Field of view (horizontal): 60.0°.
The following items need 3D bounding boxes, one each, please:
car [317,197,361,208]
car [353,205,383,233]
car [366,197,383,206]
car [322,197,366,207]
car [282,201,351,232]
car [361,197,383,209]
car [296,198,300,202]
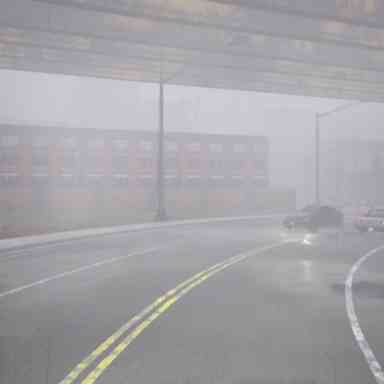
[{"bbox_3d":[17.837,1.252,40.463,1.853,1.218,4.536,0,0,-45],"label":"car"},{"bbox_3d":[10.910,1.581,18.167,4.718,1.301,1.895,0,0,-35],"label":"car"},{"bbox_3d":[21.386,1.411,39.169,2.038,1.542,4.974,0,0,15],"label":"car"},{"bbox_3d":[17.874,1.409,40.427,2.038,1.542,4.974,0,0,-45],"label":"car"},{"bbox_3d":[7.409,1.503,20.072,4.674,1.442,1.812,0,0,-39],"label":"car"},{"bbox_3d":[21.400,1.254,39.219,1.853,1.218,4.536,0,0,15],"label":"car"},{"bbox_3d":[16.841,1.387,60.503,4.974,1.542,2.038,0,0,40],"label":"car"}]
